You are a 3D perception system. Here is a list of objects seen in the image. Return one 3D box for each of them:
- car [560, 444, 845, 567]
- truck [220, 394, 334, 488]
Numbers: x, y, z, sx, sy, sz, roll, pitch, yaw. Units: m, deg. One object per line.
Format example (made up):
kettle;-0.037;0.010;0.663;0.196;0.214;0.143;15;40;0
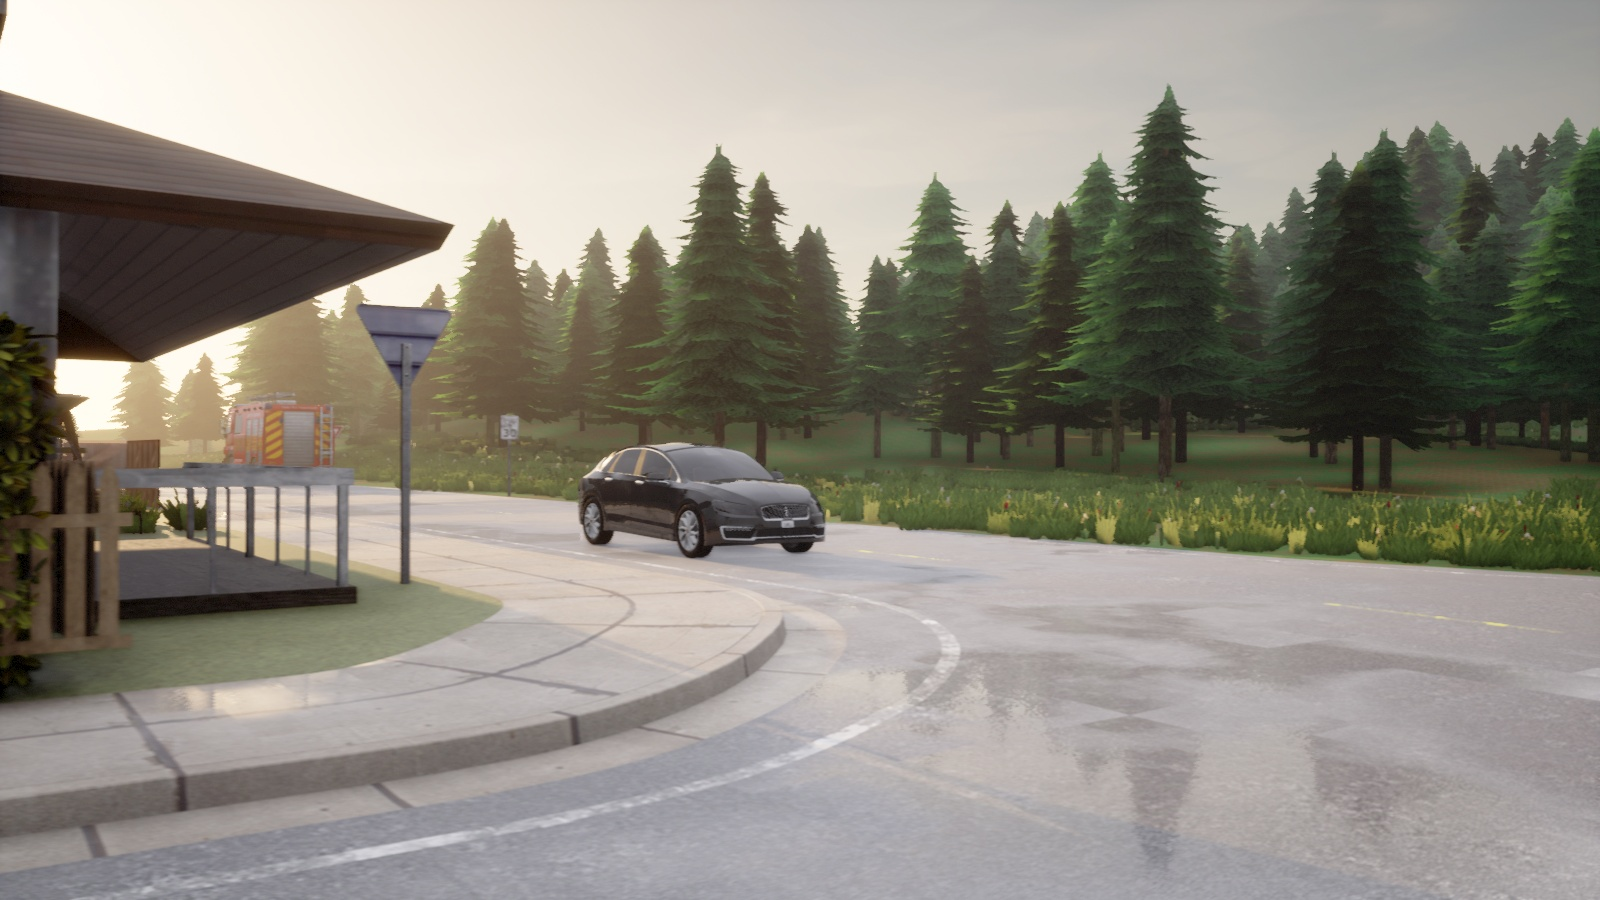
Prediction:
car;-1.560;0.671;17.934;1.837;1.490;4.892;0;0;-35
truck;-23.078;-0.353;55.094;2.891;3.827;8.468;0;0;-35
